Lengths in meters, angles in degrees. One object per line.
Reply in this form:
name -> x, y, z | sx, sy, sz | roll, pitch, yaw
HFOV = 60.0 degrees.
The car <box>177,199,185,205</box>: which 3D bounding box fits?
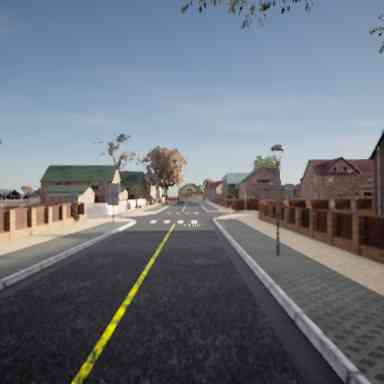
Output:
car -> -2.774, 2.432, 81.884 | 1.895, 1.301, 4.718 | 0, -1, 0
